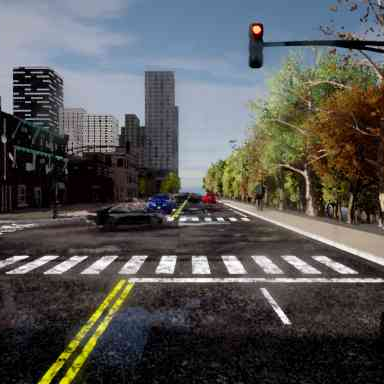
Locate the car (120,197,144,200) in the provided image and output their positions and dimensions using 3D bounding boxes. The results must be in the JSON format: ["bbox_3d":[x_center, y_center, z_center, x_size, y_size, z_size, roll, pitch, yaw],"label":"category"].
[{"bbox_3d":[-6.557,1.342,33.717,2.097,1.767,4.553,0,0,1],"label":"car"}]

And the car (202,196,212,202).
[{"bbox_3d":[3.400,1.522,75.910,1.994,1.385,4.181,0,0,0],"label":"car"}]

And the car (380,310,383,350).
[{"bbox_3d":[3.356,1.491,2.379,2.128,1.511,4.902,0,0,0],"label":"car"}]

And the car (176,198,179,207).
[{"bbox_3d":[-3.241,1.336,45.558,2.097,1.767,4.553,0,0,0],"label":"car"}]

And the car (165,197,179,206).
[{"bbox_3d":[-3.228,1.581,54.899,1.895,1.301,4.718,0,0,0],"label":"car"}]

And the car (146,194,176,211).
[{"bbox_3d":[-3.269,1.210,35.866,2.150,2.045,5.566,0,0,0],"label":"car"}]

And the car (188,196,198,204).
[{"bbox_3d":[0.225,1.453,64.914,1.882,1.535,5.008,0,0,0],"label":"car"}]

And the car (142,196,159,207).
[{"bbox_3d":[-6.483,1.473,52.707,2.128,1.511,4.902,0,0,0],"label":"car"}]

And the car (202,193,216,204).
[{"bbox_3d":[3.474,1.197,65.326,2.150,2.045,5.566,0,0,1],"label":"car"}]

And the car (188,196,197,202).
[{"bbox_3d":[0.148,1.565,75.633,1.895,1.301,4.718,0,0,0],"label":"car"}]

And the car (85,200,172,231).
[{"bbox_3d":[-4.091,1.486,20.754,4.902,1.511,2.128,0,0,-35],"label":"car"}]

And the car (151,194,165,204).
[{"bbox_3d":[-6.432,1.328,62.762,2.097,1.767,4.553,0,0,1],"label":"car"}]
